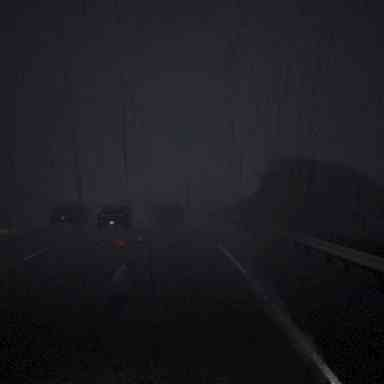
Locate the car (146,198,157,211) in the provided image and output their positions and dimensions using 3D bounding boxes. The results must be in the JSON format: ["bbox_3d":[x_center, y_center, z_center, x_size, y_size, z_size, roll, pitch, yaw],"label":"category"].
[{"bbox_3d":[-4.645,1.531,41.139,1.882,1.535,5.008,0,0,-12],"label":"car"}]

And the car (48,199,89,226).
[{"bbox_3d":[-8.664,1.517,23.935,1.882,1.535,5.008,0,0,-8],"label":"car"}]

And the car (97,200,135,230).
[{"bbox_3d":[-4.802,1.523,21.207,2.128,1.511,4.902,0,0,-6],"label":"car"}]

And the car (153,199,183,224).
[{"bbox_3d":[-1.798,1.510,25.247,1.882,1.535,5.008,0,-1,-8],"label":"car"}]
